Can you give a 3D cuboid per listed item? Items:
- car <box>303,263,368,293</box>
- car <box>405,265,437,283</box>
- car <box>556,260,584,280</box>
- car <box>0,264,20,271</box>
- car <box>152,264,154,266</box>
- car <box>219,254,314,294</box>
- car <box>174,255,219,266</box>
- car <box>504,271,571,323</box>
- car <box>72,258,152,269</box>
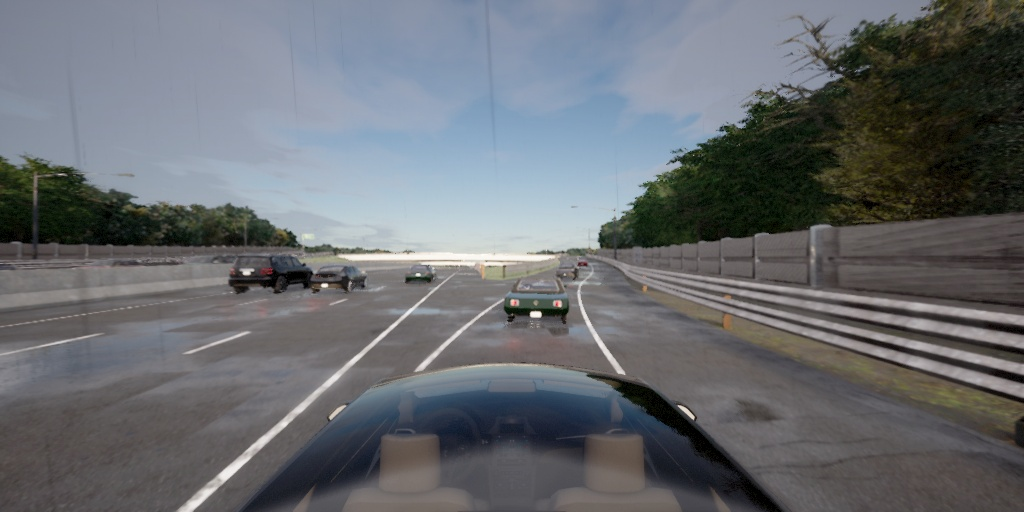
[{"bbox_3d":[-9.671,1.242,20.410,1.837,1.490,4.892,0,0,-6],"label":"car"},{"bbox_3d":[-7.128,1.366,28.352,1.994,1.385,4.181,0,-1,-6],"label":"car"},{"bbox_3d":[5.184,1.399,33.304,2.128,1.511,4.902,0,-1,14],"label":"car"},{"bbox_3d":[-38.924,1.189,26.307,1.994,1.385,4.181,1,-1,-19],"label":"car"},{"bbox_3d":[-45.348,1.182,42.945,1.895,1.301,4.718,1,0,-22],"label":"car"},{"bbox_3d":[-13.152,0.938,20.053,2.150,2.045,5.566,0,0,-6],"label":"car"},{"bbox_3d":[-24.955,0.947,29.512,2.150,2.045,5.566,0,0,-6],"label":"car"},{"bbox_3d":[0.946,1.368,12.313,1.895,1.301,4.718,0,0,7],"label":"car"},{"bbox_3d":[-31.868,1.033,28.355,2.097,1.767,4.553,0,-1,-6],"label":"car"}]
